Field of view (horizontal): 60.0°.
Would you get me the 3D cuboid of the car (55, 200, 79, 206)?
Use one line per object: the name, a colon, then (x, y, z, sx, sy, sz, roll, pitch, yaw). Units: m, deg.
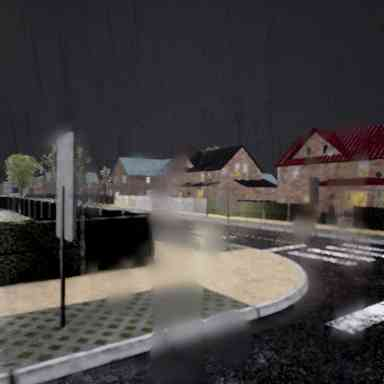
car: (-14.812, 1.311, 39.289, 1.837, 1.490, 4.892, 1, 0, -36)
